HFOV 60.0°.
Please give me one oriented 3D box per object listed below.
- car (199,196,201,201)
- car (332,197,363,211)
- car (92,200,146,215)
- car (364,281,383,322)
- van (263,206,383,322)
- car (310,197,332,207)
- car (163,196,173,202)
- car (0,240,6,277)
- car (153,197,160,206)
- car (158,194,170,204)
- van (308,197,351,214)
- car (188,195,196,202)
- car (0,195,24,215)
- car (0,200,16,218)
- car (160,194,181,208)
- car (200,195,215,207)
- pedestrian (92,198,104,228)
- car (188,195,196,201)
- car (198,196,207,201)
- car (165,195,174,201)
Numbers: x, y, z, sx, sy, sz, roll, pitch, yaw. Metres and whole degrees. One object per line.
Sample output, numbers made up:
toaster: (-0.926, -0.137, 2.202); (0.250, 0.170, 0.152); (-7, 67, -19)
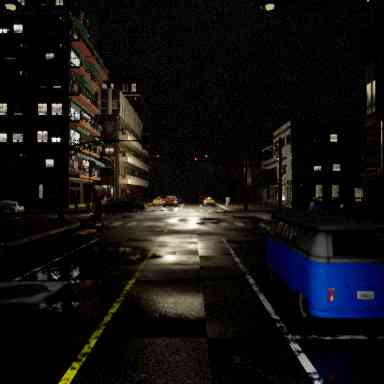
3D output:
car: (2.669, 1.630, 62.805); (1.802, 1.307, 4.206); (0, 0, 0)
car: (14.912, 1.357, 27.836); (5.009, 1.841, 2.192); (0, 0, 0)
car: (-7.485, 1.555, 34.595); (5.357, 1.411, 2.033); (0, 0, -35)
car: (2.660, 1.582, 1.251); (1.802, 1.307, 4.206); (0, 0, 0)
van: (2.658, 1.342, 6.940); (1.690, 1.788, 3.998); (0, 0, 0)
car: (14.898, 1.548, 33.624); (5.008, 1.535, 1.882); (0, 0, 0)
car: (-5.717, 1.627, 79.419); (2.008, 1.369, 4.403); (0, 0, 0)
car: (-5.690, 1.567, 6.962); (1.947, 1.339, 4.313); (0, 0, 0)
car: (-5.709, 1.566, 57.092); (1.752, 1.417, 4.829); (0, 0, 0)
car: (-5.712, 1.372, 68.341); (2.192, 1.841, 5.009); (0, 0, 0)
van: (14.886, 1.424, 36.215); (3.998, 1.788, 1.690); (0, 0, 0)
car: (-0.029, 1.614, 78.114); (2.033, 1.411, 5.357); (0, 0, 0)
car: (-18.390, 1.183, 30.330); (5.566, 2.045, 2.150); (0, 0, 0)
car: (-17.476, 1.533, 27.744); (4.206, 1.307, 1.802); (0, 0, 0)
car: (-3.113, 1.382, 49.104); (2.097, 1.767, 4.553); (0, 0, 0)
car: (2.674, 1.559, 51.897); (1.752, 1.417, 4.829); (0, 0, 0)
pedestrian: (-5.946, 1.299, 21.034); (0.375, 1.860, 0.375); (0, 0, 0)
car: (-0.032, 1.462, 88.535); (1.882, 1.535, 5.008); (0, 0, 0)
car: (2.661, 1.638, 84.961); (2.008, 1.369, 4.403); (0, 0, 0)
car: (-5.719, 1.613, 84.788); (1.752, 1.417, 4.829); (0, 0, 0)
